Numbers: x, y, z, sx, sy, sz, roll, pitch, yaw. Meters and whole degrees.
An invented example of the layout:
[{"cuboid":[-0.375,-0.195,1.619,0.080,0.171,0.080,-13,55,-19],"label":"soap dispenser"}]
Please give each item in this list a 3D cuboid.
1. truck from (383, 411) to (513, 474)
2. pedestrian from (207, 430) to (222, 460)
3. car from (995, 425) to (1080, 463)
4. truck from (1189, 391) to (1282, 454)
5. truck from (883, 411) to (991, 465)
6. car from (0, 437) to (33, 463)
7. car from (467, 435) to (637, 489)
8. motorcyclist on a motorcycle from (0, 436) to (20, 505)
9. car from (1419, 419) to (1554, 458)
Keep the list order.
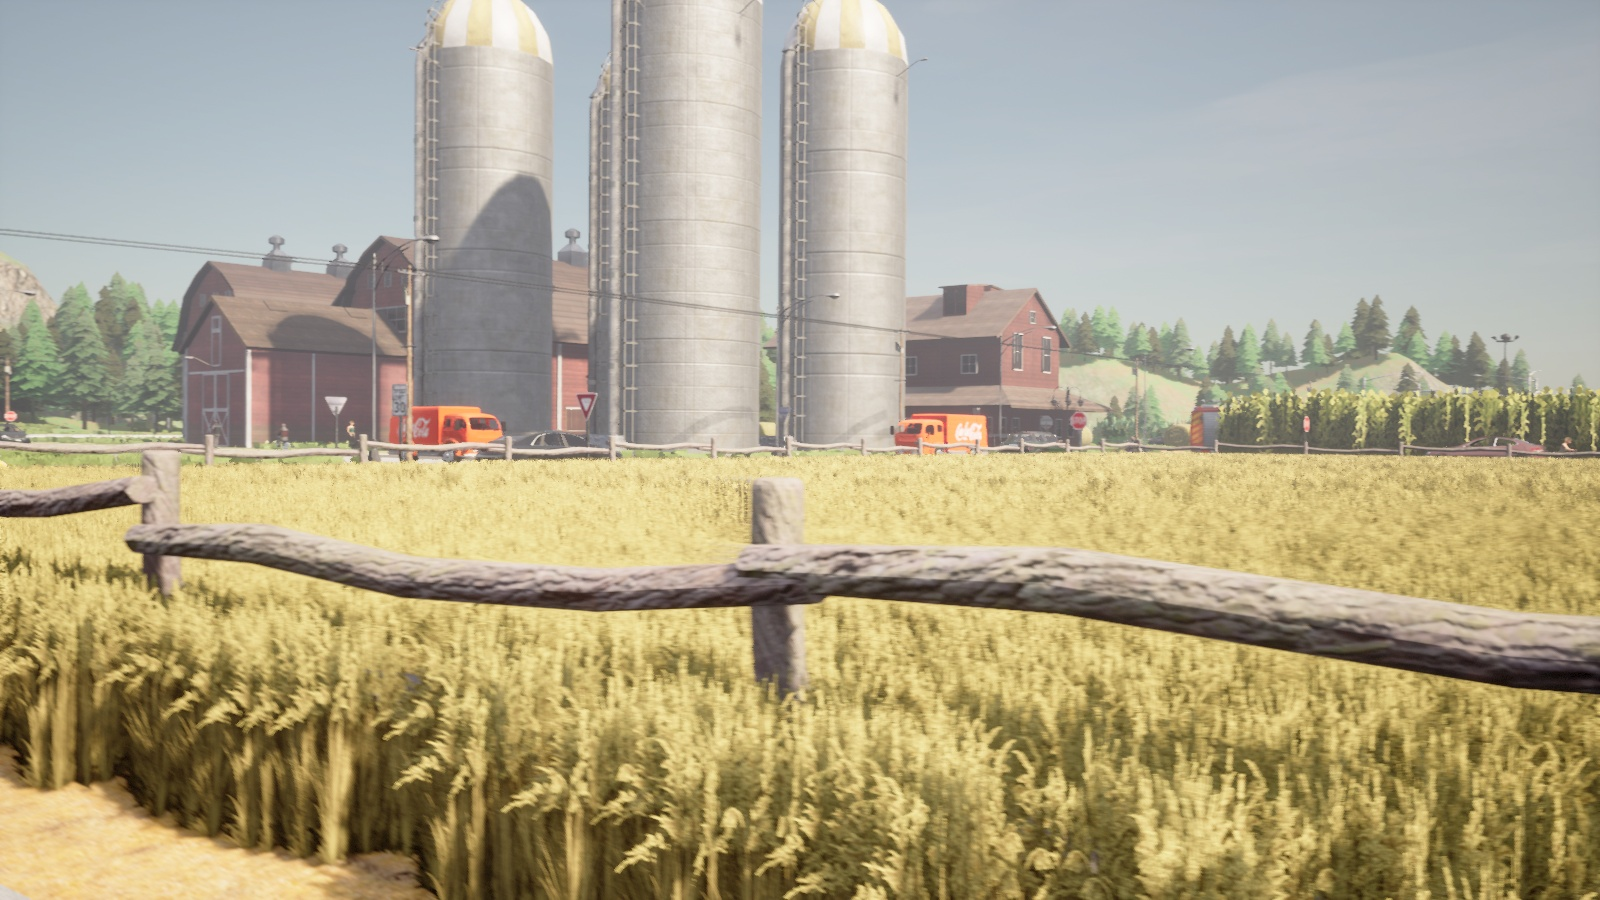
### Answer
[{"cuboid":[-14.637,-0.313,52.118,5.204,2.467,2.627,0,1,38],"label":"truck"},{"cuboid":[-36.709,-0.326,78.722,0.849,1.883,0.563,0,1,40],"label":"pedestrian"},{"cuboid":[11.470,-0.308,60.417,2.097,1.767,4.553,0,1,39],"label":"car"},{"cuboid":[28.117,-1.746,80.735,2.891,3.827,8.468,0,1,39],"label":"truck"},{"cuboid":[6.576,-0.603,59.916,2.627,2.467,5.204,0,1,40],"label":"truck"},{"cuboid":[-51.634,0.012,81.529,3.988,1.617,1.851,0,1,38],"label":"car"},{"cuboid":[-7.316,0.307,37.486,1.837,1.490,4.892,0,1,39],"label":"car"},{"cuboid":[-19.024,0.475,28.701,0.866,1.590,1.817,0,1,40],"label":"motorcyclist on a motorcycle"},{"cuboid":[30.909,-0.512,56.644,5.027,1.651,2.152,0,1,39],"label":"car"}]
